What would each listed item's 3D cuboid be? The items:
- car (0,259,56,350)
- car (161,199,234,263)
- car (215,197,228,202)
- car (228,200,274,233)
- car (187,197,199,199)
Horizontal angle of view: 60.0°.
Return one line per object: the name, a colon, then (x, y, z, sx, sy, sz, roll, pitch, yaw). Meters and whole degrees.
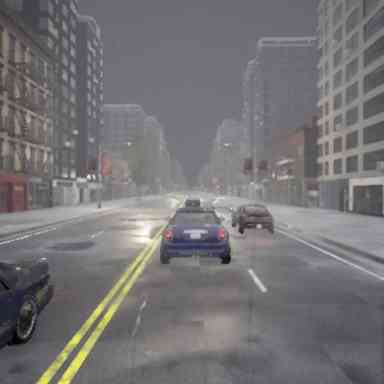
car: (-3.331, 1.533, 3.596, 2.033, 1.411, 5.357, 0, 0, 0)
car: (0.106, 1.305, 11.891, 2.097, 1.767, 4.553, 0, 0, 0)
car: (3.373, 1.369, 39.165, 1.812, 1.442, 4.674, 0, 0, 0)
car: (3.361, 1.433, 19.047, 1.837, 1.490, 4.892, 0, 1, 0)
car: (0.122, 1.308, 42.188, 1.882, 1.535, 5.008, 0, 0, 0)
